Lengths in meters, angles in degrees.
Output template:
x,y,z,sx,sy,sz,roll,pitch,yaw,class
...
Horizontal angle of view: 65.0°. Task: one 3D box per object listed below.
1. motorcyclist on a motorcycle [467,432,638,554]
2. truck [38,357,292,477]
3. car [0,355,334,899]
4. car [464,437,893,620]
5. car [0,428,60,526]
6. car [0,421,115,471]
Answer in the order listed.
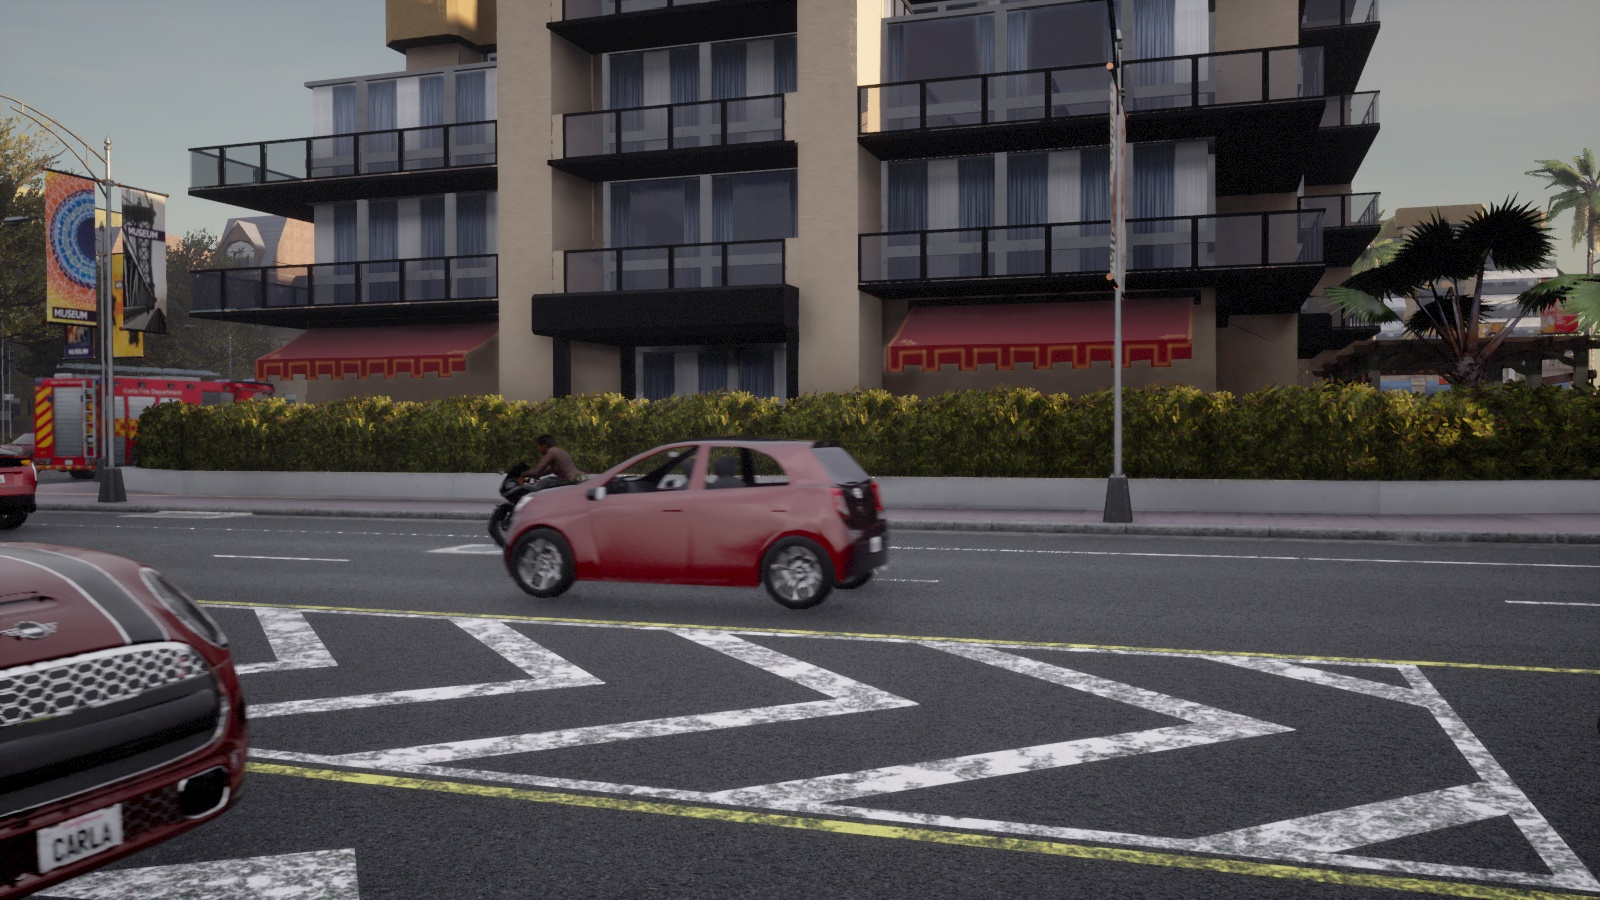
x,y,z,sx,sy,sz,roll,pitch,yaw,class
-3.230,0.533,16.384,2.044,1.523,0.797,0,1,19,motorcyclist on a motorcycle
-22.192,-1.136,44.625,2.891,3.827,8.468,1,1,18,truck
-4.305,0.596,4.611,4.553,1.767,2.097,0,1,19,car
-1.112,0.645,11.979,3.633,1.501,1.845,1,1,19,car
-14.469,0.397,20.129,4.514,1.525,2.007,1,1,19,car
-28.627,-0.182,47.487,2.097,1.767,4.553,1,1,18,car
